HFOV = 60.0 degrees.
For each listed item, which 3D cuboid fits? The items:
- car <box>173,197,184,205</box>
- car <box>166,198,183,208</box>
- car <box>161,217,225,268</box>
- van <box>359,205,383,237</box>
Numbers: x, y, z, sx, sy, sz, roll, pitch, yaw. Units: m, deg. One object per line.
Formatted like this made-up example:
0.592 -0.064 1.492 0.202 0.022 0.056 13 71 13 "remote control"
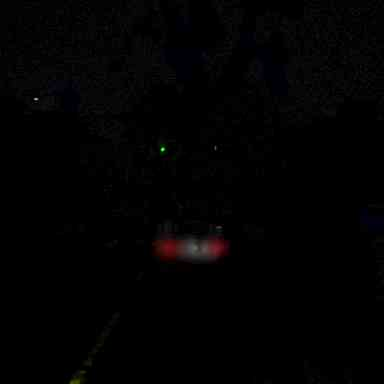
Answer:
-2.767 1.837 68.305 2.033 1.411 5.357 0 -1 0 "car"
-2.842 1.601 50.873 1.882 1.535 5.008 0 0 0 "car"
0.042 1.542 11.226 2.033 1.411 5.357 0 0 0 "car"
11.766 1.615 19.043 3.998 1.788 1.690 1 1 0 "van"
